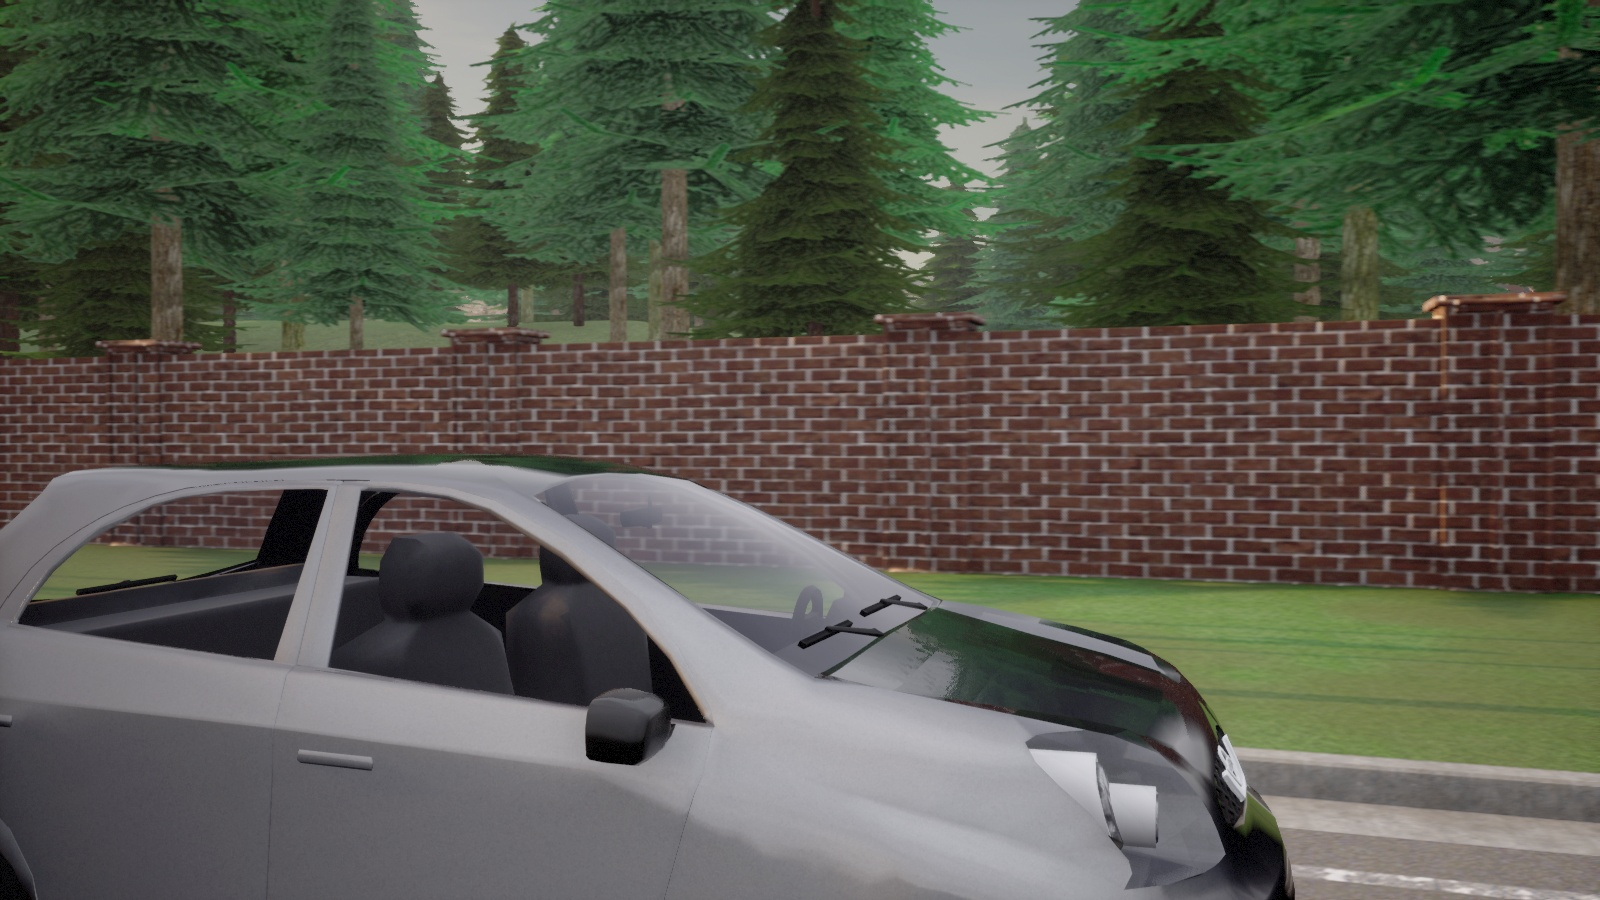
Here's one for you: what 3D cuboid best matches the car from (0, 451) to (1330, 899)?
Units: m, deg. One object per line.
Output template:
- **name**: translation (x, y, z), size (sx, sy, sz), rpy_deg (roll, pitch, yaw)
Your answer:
- **car**: translation (-0.613, 0.784, 3.400), size (3.633, 1.501, 1.845), rpy_deg (1, 1, 19)
